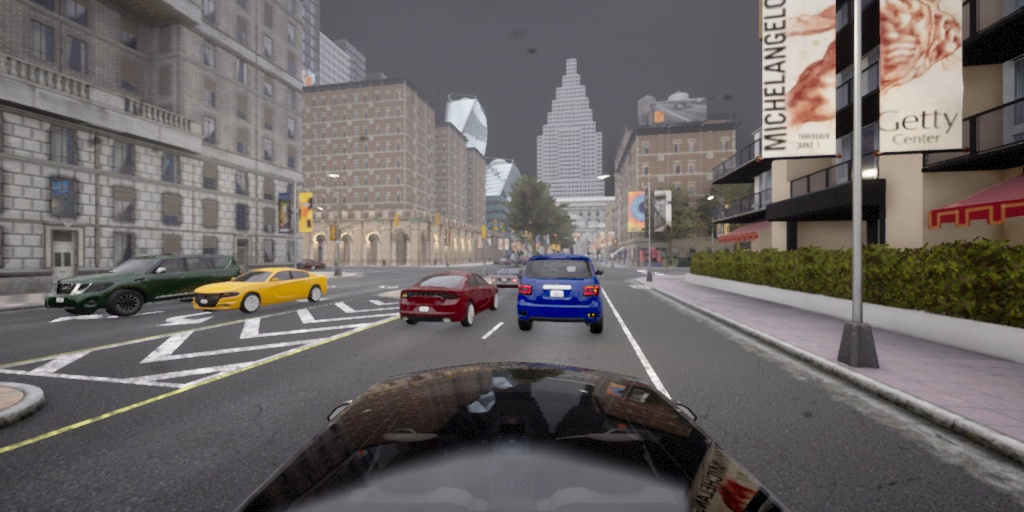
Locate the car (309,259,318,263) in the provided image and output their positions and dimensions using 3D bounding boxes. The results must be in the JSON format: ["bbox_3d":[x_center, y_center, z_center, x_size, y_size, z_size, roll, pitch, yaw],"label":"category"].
[{"bbox_3d":[-28.636,1.199,50.358,5.008,1.535,1.882,0,0,11],"label":"car"}]

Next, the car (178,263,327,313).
[{"bbox_3d":[-9.627,1.221,14.221,1.882,1.535,5.008,0,0,11],"label":"car"}]

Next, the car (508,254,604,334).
[{"bbox_3d":[1.580,0.965,10.937,2.150,2.045,5.566,0,0,12],"label":"car"}]

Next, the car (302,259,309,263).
[{"bbox_3d":[-29.764,1.229,47.007,4.892,1.490,1.837,0,0,11],"label":"car"}]

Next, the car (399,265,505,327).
[{"bbox_3d":[-1.794,1.221,11.708,1.882,1.535,5.008,0,0,11],"label":"car"}]

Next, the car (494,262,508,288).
[{"bbox_3d":[0.060,1.284,21.123,2.033,1.411,5.357,0,0,11],"label":"car"}]

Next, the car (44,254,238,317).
[{"bbox_3d":[-13.302,0.961,13.680,2.150,2.045,5.566,0,1,11],"label":"car"}]
